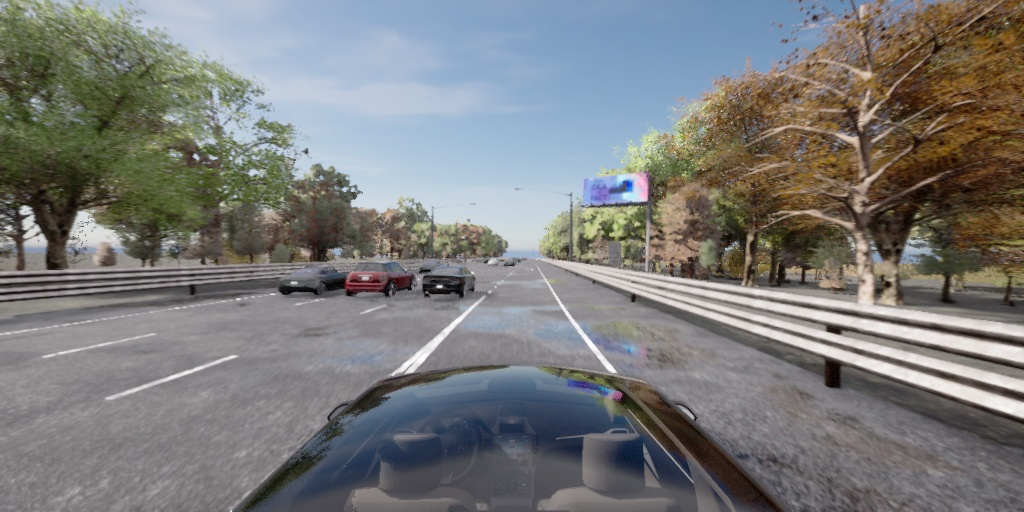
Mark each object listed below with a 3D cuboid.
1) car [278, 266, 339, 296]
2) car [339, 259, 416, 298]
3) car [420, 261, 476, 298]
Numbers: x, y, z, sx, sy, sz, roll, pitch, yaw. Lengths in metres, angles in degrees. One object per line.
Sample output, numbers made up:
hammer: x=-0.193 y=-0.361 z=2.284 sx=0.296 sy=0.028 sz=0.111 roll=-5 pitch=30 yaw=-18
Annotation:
car: x=-10.037 y=1.225 z=18.703 sx=1.994 sy=1.385 sz=4.181 roll=0 pitch=0 yaw=3
car: x=-6.544 y=1.042 z=18.401 sx=2.097 sy=1.767 sz=4.553 roll=0 pitch=0 yaw=3
car: x=-3.057 y=1.199 z=18.231 sx=1.882 sy=1.535 sz=5.008 roll=0 pitch=0 yaw=3
